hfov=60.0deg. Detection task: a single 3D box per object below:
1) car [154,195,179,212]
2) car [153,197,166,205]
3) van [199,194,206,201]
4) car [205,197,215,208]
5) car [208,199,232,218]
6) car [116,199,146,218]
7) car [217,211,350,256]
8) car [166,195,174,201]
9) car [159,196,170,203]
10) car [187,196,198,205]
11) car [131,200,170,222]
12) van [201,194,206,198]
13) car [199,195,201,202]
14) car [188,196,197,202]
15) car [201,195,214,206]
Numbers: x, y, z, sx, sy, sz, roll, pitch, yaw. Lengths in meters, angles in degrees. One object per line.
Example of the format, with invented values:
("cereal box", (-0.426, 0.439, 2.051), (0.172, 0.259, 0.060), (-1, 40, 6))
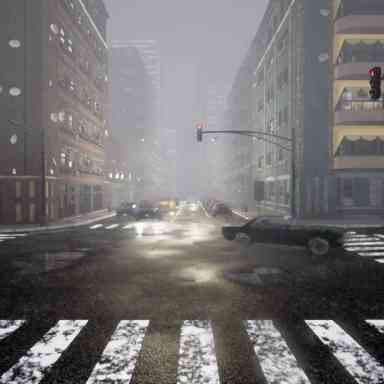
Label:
("car", (-3.064, 1.357, 39.567), (2.097, 1.767, 4.553), (0, 0, 0))
("car", (-5.664, 1.560, 57.984), (1.887, 1.381, 4.507), (0, 0, 0))
("van", (2.730, 1.377, 85.584), (1.690, 1.788, 3.998), (-1, 0, 0))
("car", (2.705, 1.570, 35.873), (1.947, 1.339, 4.313), (0, 0, 0))
("car", (2.702, 1.584, 30.349), (1.802, 1.307, 4.206), (0, 0, 0))
("car", (-5.679, 1.568, 30.366), (1.947, 1.339, 4.313), (0, 0, 0))
("car", (3.622, 1.590, 13.202), (4.718, 1.301, 1.895), (-1, 0, 33))
("car", (-5.649, 1.561, 85.431), (1.752, 1.417, 4.829), (0, 0, 0))
("car", (-5.657, 1.604, 69.030), (1.802, 1.307, 4.206), (0, 0, 0))
("car", (0.034, 1.542, 59.806), (1.812, 1.442, 4.674), (0, 0, 0))
("car", (-3.209, 1.565, 26.495), (1.994, 1.385, 4.181), (0, 0, 3))
("van", (2.712, 1.353, 52.443), (1.690, 1.788, 3.998), (0, 0, 0))
("car", (2.717, 1.581, 57.967), (1.947, 1.339, 4.313), (0, 0, 0))
("car", (0.040, 1.450, 69.842), (1.895, 1.301, 4.718), (0, 0, 0))
("car", (2.711, 1.553, 46.919), (1.887, 1.381, 4.507), (0, 0, 0))
